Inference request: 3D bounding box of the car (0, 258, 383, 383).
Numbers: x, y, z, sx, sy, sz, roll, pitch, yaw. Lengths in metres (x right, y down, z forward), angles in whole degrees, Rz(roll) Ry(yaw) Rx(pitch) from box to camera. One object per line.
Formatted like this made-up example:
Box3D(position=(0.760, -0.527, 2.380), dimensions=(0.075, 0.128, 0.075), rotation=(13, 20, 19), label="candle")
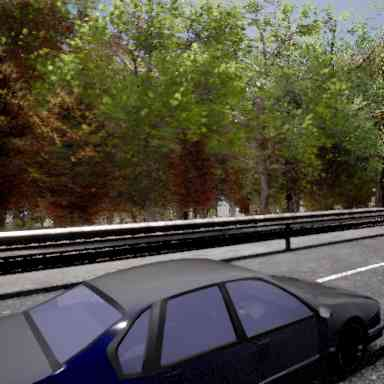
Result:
Box3D(position=(0.083, 1.532, 3.811), dimensions=(5.357, 1.411, 2.033), rotation=(0, 0, -35), label="car")
